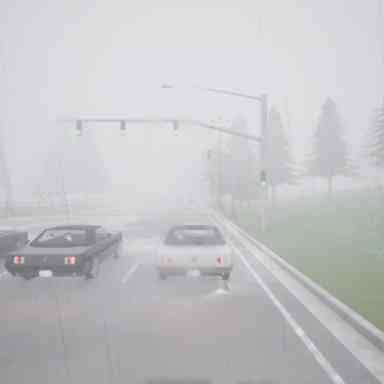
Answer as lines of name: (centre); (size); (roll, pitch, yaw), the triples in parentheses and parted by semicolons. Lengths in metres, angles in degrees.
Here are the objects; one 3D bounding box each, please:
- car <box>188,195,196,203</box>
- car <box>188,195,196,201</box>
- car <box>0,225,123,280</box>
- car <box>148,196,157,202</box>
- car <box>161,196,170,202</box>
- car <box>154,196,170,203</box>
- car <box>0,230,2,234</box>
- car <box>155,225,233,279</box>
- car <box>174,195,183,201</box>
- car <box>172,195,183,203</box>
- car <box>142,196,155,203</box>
car: (-0.009, 1.867, 78.114); (2.128, 1.511, 4.902); (0, 0, 0)
car: (-0.010, 1.584, 88.505); (2.097, 1.767, 4.553); (0, 0, 0)
car: (-3.431, 1.646, 10.072); (1.895, 1.301, 4.718); (0, 0, 0)
car: (-10.510, 1.753, 88.533); (1.812, 1.442, 4.674); (0, 0, 0)
car: (-7.010, 1.769, 88.533); (2.033, 1.411, 5.357); (0, 0, 0)
car: (-7.009, 1.867, 78.113); (2.128, 1.511, 4.902); (0, 0, 0)
car: (-6.929, 1.647, 10.131); (1.895, 1.301, 4.718); (0, 0, 0)
car: (0.071, 1.647, 10.114); (1.895, 1.301, 4.718); (0, 0, 0)
car: (-3.510, 1.584, 88.504); (2.097, 1.767, 4.553); (0, 0, 0)
car: (-3.509, 1.700, 78.501); (2.097, 1.767, 4.553); (0, 0, 0)
car: (-10.509, 1.940, 78.559); (1.895, 1.301, 4.718); (0, 0, 0)
